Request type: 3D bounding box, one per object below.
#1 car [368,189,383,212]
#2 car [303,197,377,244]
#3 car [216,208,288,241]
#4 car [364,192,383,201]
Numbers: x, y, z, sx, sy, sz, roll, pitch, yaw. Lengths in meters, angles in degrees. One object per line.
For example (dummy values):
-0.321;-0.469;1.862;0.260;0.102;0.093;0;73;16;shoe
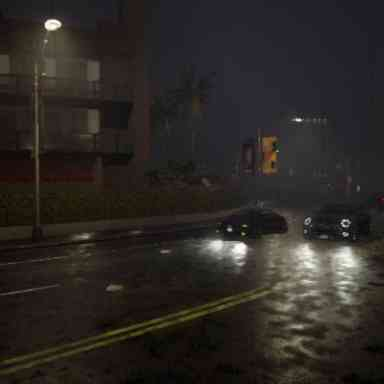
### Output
20.154;1.014;35.044;2.150;2.045;5.566;0;0;10;car
6.912;1.275;15.614;2.097;1.767;4.553;0;0;40;car
3.056;1.512;16.558;1.994;1.385;4.181;0;0;43;car
38.211;0.856;68.838;2.185;1.767;4.553;0;0;-14;car
